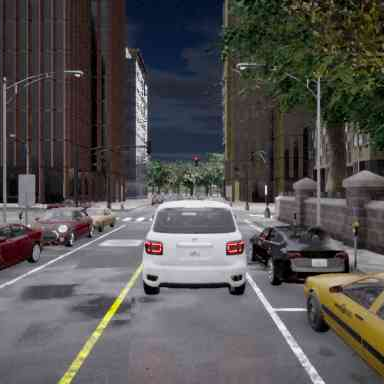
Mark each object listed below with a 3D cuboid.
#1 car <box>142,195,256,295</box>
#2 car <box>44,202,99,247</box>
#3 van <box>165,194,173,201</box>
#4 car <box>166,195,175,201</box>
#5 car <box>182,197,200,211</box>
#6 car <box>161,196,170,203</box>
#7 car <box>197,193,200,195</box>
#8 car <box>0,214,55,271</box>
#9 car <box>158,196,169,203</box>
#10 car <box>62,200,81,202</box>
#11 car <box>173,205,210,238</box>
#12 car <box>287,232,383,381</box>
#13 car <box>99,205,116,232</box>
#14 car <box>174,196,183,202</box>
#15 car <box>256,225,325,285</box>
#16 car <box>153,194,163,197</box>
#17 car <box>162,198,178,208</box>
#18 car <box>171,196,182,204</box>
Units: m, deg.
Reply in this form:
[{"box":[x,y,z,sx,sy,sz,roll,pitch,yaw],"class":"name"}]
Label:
[{"box":[0.058,1.222,8.851,2.150,2.045,5.566,0,0,0],"class":"car"},{"box":[-5.778,1.441,14.709,1.967,1.590,4.097,0,0,0],"class":"car"},{"box":[-5.842,1.372,84.761,1.690,1.788,3.998,0,0,0],"class":"van"},{"box":[-5.847,1.586,90.199,2.008,1.369,4.403,0,0,0],"class":"car"},{"box":[-0.065,1.515,42.647,1.837,1.490,4.892,2,0,6],"class":"car"},{"box":[-5.832,1.549,73.716,1.752,1.417,4.829,0,0,0],"class":"car"},{"box":[2.689,1.572,79.331,1.887,1.381,4.507,0,0,0],"class":"car"},{"box":[-5.773,1.545,9.252,1.887,1.381,4.507,0,0,0],"class":"car"},{"box":[-5.827,1.602,68.448,1.802,1.307,4.206,0,0,0],"class":"car"},{"box":[-11.030,1.417,31.632,4.718,1.301,1.895,1,0,0],"class":"car"},{"box":[0.006,1.527,18.496,1.812,1.442,4.674,0,0,0],"class":"car"},{"box":[2.757,1.525,3.975,1.752,1.417,4.829,0,0,0],"class":"car"},{"box":[-5.783,1.527,19.995,1.752,1.417,4.829,0,0,0],"class":"car"},{"box":[-3.072,1.559,77.346,2.033,1.411,5.357,0,0,0],"class":"car"},{"box":[2.752,1.566,9.261,1.947,1.339,4.313,0,0,0],"class":"car"},{"box":[-5.817,1.329,57.573,2.192,1.841,5.009,0,0,0],"class":"car"},{"box":[-3.140,1.574,48.138,1.994,1.385,4.181,0,0,0],"class":"car"},{"box":[-3.084,1.584,67.007,1.994,1.385,4.181,0,0,1],"class":"car"}]
